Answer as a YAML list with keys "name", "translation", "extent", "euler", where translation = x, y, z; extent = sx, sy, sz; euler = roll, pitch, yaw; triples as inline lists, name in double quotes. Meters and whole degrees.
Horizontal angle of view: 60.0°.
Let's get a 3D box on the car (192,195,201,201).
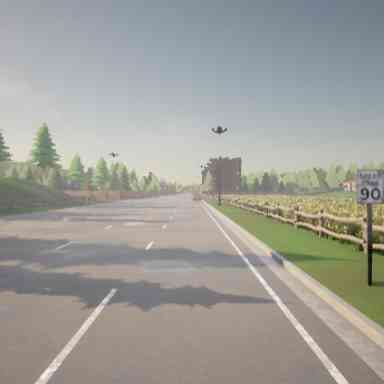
- name: "car"
  translation: [1.112, 1.381, 78.506]
  extent: [2.097, 1.767, 4.553]
  euler: [0, 0, 0]
